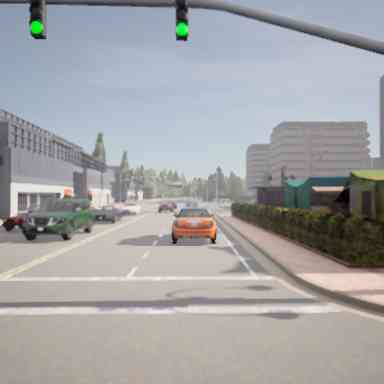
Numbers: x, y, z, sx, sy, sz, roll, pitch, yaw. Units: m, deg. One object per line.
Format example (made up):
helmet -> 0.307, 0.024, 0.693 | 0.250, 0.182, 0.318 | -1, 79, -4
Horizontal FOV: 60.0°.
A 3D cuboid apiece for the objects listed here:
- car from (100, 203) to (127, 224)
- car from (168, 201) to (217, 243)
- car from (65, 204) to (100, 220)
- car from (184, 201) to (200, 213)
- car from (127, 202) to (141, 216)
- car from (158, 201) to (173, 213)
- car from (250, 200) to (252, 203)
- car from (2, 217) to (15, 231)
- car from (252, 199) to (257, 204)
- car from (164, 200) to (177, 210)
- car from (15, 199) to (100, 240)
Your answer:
car -> -7.074, 1.849, 27.796 | 1.994, 1.385, 4.181 | 0, -1, 0
car -> 0.098, 1.530, 17.274 | 2.097, 1.767, 4.553 | 0, -1, 0
car -> -10.549, 1.895, 32.275 | 1.994, 1.385, 4.181 | 0, -1, 0
car -> -0.003, 2.008, 44.863 | 2.033, 1.411, 5.357 | 0, -1, 0
car -> -7.003, 1.916, 38.122 | 1.812, 1.442, 4.674 | 0, -1, 0
car -> -3.504, 1.987, 44.982 | 1.812, 1.442, 4.674 | 0, -1, 0
car -> 14.263, 1.850, 67.835 | 4.605, 1.855, 1.932 | 0, -1, -2
car -> -10.587, 1.830, 22.327 | 1.895, 1.301, 4.718 | 0, -1, 0
car -> 14.283, 1.823, 64.940 | 3.866, 1.878, 1.905 | 0, -1, -2
car -> -3.505, 2.127, 54.936 | 1.994, 1.385, 4.181 | 0, -1, 0
car -> -7.097, 1.410, 18.395 | 2.150, 2.045, 5.566 | 0, -1, 1
